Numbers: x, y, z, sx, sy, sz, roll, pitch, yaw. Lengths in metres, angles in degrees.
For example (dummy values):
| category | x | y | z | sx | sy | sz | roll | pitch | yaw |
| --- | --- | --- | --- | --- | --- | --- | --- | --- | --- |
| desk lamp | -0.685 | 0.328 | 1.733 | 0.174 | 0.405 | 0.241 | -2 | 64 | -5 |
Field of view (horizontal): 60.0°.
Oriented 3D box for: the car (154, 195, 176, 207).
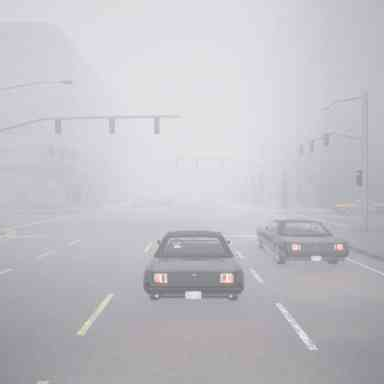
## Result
| category | x | y | z | sx | sy | sz | roll | pitch | yaw |
| --- | --- | --- | --- | --- | --- | --- | --- | --- | --- |
| car | -4.030 | 1.547 | 50.308 | 2.033 | 1.411 | 5.357 | 0 | 0 | 0 |

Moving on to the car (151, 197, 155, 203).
| category | x | y | z | sx | sy | sz | roll | pitch | yaw |
| --- | --- | --- | --- | --- | --- | --- | --- | --- | --- |
| car | -7.422 | 1.548 | 61.673 | 2.033 | 1.411 | 5.357 | 0 | 0 | 1 |

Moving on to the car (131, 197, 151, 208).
| category | x | y | z | sx | sy | sz | roll | pitch | yaw |
| --- | --- | --- | --- | --- | --- | --- | --- | --- | --- |
| car | -7.513 | 1.505 | 47.902 | 1.837 | 1.490 | 4.892 | 0 | 0 | 0 |

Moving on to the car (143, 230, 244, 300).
| category | x | y | z | sx | sy | sz | roll | pitch | yaw |
| --- | --- | --- | --- | --- | --- | --- | --- | --- | --- |
| car | 0.044 | 1.601 | 8.310 | 1.895 | 1.301 | 4.718 | 0 | 0 | 0 |

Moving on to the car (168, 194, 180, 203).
| category | x | y | z | sx | sy | sz | roll | pitch | yaw |
| --- | --- | --- | --- | --- | --- | --- | --- | --- | --- |
| car | -3.773 | 1.355 | 70.122 | 2.097 | 1.767 | 4.553 | 0 | 0 | 1 |

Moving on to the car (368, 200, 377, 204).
| category | x | y | z | sx | sy | sz | roll | pitch | yaw |
| --- | --- | --- | --- | --- | --- | --- | --- | --- | --- |
| car | 19.275 | 1.547 | 30.806 | 4.902 | 1.511 | 2.128 | 0 | 0 | 0 |

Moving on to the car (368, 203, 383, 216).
| category | x | y | z | sx | sy | sz | roll | pitch | yaw |
| --- | --- | --- | --- | --- | --- | --- | --- | --- | --- |
| car | 3.594 | 1.221 | 1.943 | 2.150 | 2.045 | 5.566 | 0 | 0 | 0 |

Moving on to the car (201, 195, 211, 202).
| category | x | y | z | sx | sy | sz | roll | pitch | yaw |
| --- | --- | --- | --- | --- | --- | --- | --- | --- | --- |
| car | 3.303 | 1.595 | 77.448 | 1.895 | 1.301 | 4.718 | 0 | 0 | 1 |

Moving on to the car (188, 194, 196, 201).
| category | x | y | z | sx | sy | sz | roll | pitch | yaw |
| --- | --- | --- | --- | --- | --- | --- | --- | --- | --- |
| car | -0.097 | 1.355 | 87.295 | 2.097 | 1.767 | 4.553 | 0 | 0 | 1 |

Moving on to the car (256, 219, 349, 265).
| category | x | y | z | sx | sy | sz | roll | pitch | yaw |
| --- | --- | --- | --- | --- | --- | --- | --- | --- | --- |
| car | 3.550 | 1.601 | 11.695 | 1.895 | 1.301 | 4.718 | 0 | 0 | 0 |

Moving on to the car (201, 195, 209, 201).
| category | x | y | z | sx | sy | sz | roll | pitch | yaw |
| --- | --- | --- | --- | --- | --- | --- | --- | --- | --- |
| car | 3.404 | 1.553 | 87.423 | 1.994 | 1.385 | 4.181 | 0 | 0 | 1 |

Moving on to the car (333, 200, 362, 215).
| category | x | y | z | sx | sy | sz | roll | pitch | yaw |
| --- | --- | --- | --- | --- | --- | --- | --- | --- | --- |
| car | 17.213 | 1.533 | 34.309 | 5.008 | 1.535 | 1.882 | 0 | 0 | 0 |

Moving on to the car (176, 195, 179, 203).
| category | x | y | z | sx | sy | sz | roll | pitch | yaw |
| --- | --- | --- | --- | --- | --- | --- | --- | --- | --- |
| car | -3.942 | 1.504 | 60.151 | 1.837 | 1.490 | 4.892 | 0 | 0 | 1 |
